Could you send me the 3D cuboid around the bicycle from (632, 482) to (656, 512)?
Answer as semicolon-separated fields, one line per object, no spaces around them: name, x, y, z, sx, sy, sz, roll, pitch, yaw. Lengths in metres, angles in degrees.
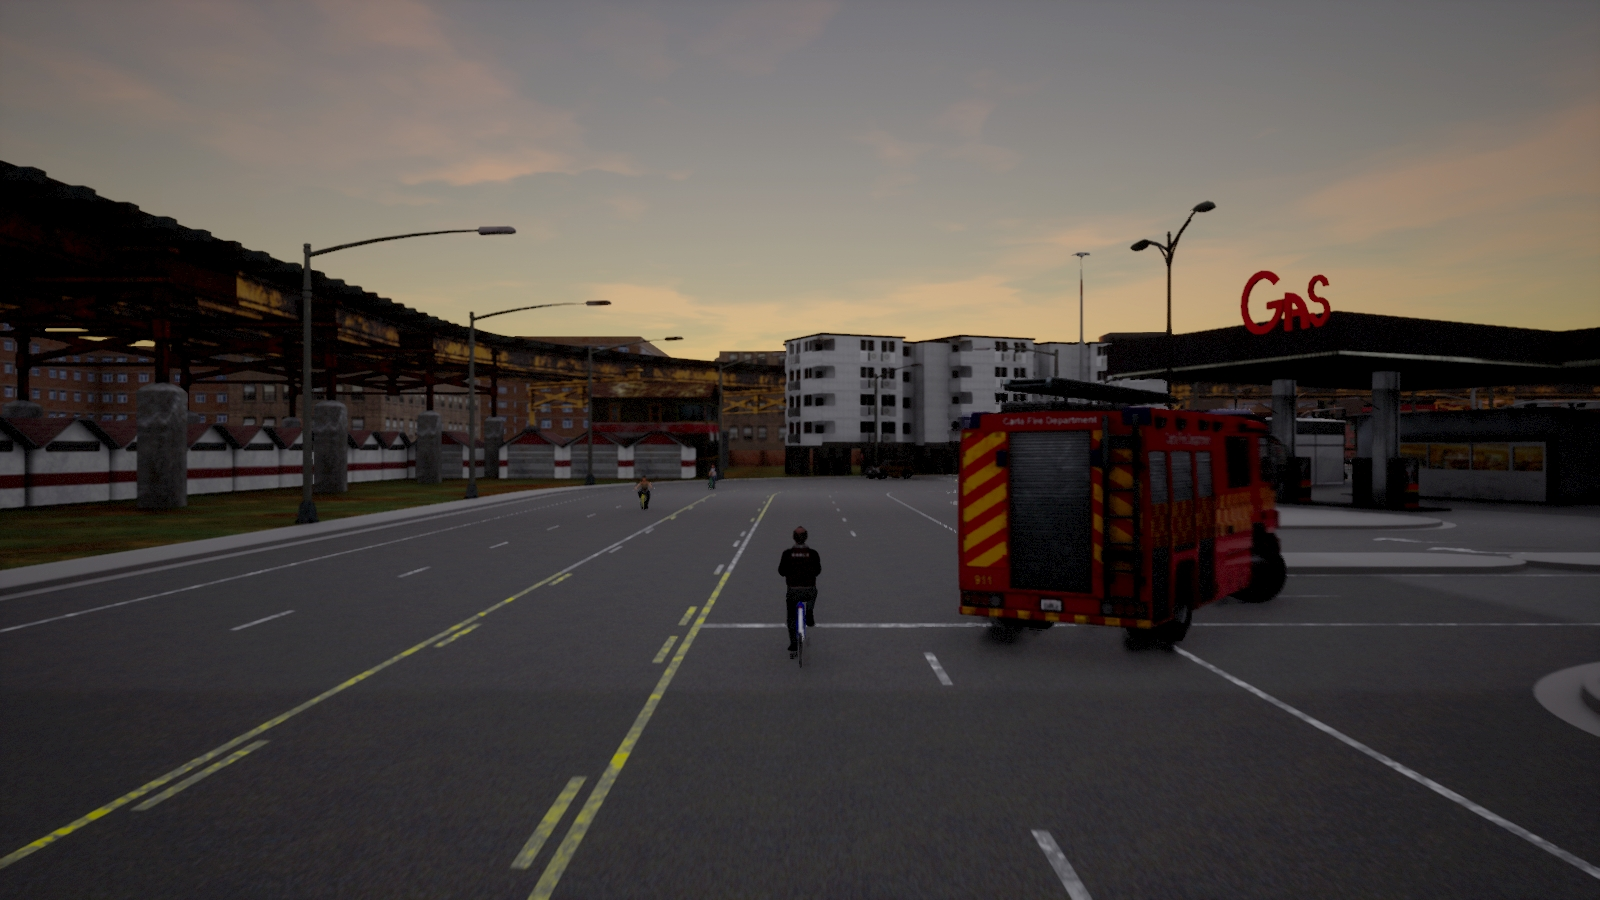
bicycle;-6.994;2.091;51.220;0.859;1.301;1.487;0;0;0

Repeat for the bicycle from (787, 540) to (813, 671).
bicycle;0.000;2.030;15.306;0.329;1.496;1.835;0;0;0

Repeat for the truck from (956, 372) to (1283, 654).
truck;5.913;0.868;19.787;2.891;3.827;8.468;-1;0;34
